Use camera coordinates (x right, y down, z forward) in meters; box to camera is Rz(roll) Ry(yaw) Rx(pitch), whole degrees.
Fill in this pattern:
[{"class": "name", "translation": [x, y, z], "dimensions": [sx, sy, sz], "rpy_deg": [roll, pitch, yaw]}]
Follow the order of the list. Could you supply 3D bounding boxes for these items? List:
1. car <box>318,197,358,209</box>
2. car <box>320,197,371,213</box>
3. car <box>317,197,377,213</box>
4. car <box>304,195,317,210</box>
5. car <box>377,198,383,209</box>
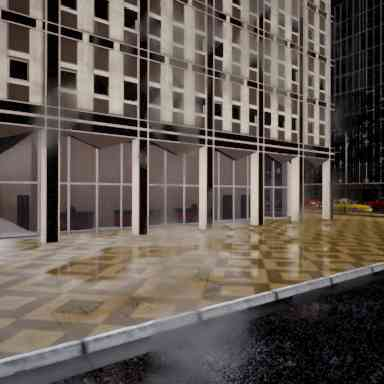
[{"class": "car", "translation": [19.225, 1.436, 43.819], "dimensions": [2.008, 1.369, 4.403], "rpy_deg": [1, 0, -36]}, {"class": "car", "translation": [16.960, 1.393, 36.963], "dimensions": [1.837, 1.490, 4.892], "rpy_deg": [0, 0, -36]}, {"class": "car", "translation": [15.766, 1.414, 34.004], "dimensions": [1.752, 1.417, 4.829], "rpy_deg": [1, 0, -36]}, {"class": "car", "translation": [12.321, 1.169, 38.729], "dimensions": [2.192, 1.841, 5.009], "rpy_deg": [1, 0, -36]}, {"class": "car", "translation": [22.620, 1.359, 39.268], "dimensions": [1.967, 1.590, 4.097], "rpy_deg": [1, 0, -36]}]
